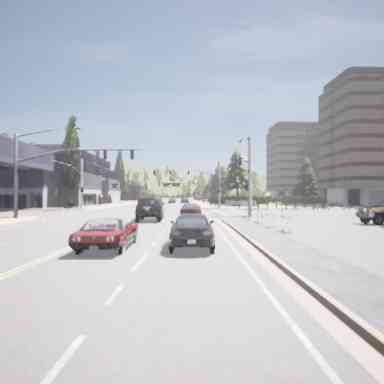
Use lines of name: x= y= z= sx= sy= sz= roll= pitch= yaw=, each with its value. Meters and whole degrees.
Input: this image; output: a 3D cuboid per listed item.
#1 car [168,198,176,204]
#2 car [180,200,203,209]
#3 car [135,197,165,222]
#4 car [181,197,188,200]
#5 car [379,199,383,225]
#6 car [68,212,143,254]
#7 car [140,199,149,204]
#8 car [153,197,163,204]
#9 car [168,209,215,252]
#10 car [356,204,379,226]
car: x=-5.456 y=2.377 z=89.192 sx=2.033 sy=1.411 sz=5.357 roll=0 pitch=-1 yaw=-2
car: x=-0.071 y=1.760 z=29.592 sx=1.882 sy=1.535 sz=5.008 roll=0 pitch=0 yaw=1
car: x=-3.642 y=1.494 z=29.069 sx=2.150 sy=2.045 sz=5.566 roll=0 pitch=0 yaw=-1
car: x=-1.962 y=2.187 z=89.488 sx=2.097 sy=1.767 sz=4.553 roll=0 pitch=-1 yaw=-2
car: x=14.283 y=1.354 z=20.766 sx=3.866 sy=1.878 sz=1.905 roll=0 pitch=-1 yaw=-2
car: x=-3.502 y=1.736 z=14.107 sx=1.895 sy=1.301 sz=4.718 roll=0 pitch=-1 yaw=0
car: x=-12.419 y=2.425 z=87.738 sx=1.895 sy=1.301 sz=4.718 roll=0 pitch=-1 yaw=-2
car: x=-8.922 y=2.186 z=87.893 sx=2.097 sy=1.767 sz=4.553 roll=0 pitch=-1 yaw=-2
car: x=0.000 y=1.663 z=14.381 sx=1.812 sy=1.442 sz=4.674 roll=0 pitch=0 yaw=0
car: x=14.262 y=1.379 z=23.661 sx=4.605 sy=1.855 sz=1.932 roll=0 pitch=-1 yaw=-2
